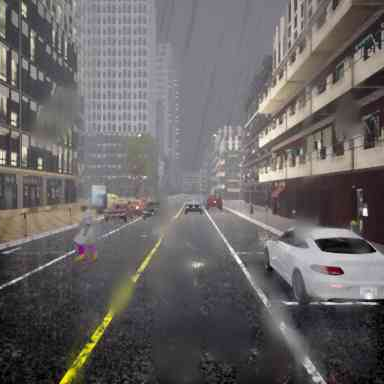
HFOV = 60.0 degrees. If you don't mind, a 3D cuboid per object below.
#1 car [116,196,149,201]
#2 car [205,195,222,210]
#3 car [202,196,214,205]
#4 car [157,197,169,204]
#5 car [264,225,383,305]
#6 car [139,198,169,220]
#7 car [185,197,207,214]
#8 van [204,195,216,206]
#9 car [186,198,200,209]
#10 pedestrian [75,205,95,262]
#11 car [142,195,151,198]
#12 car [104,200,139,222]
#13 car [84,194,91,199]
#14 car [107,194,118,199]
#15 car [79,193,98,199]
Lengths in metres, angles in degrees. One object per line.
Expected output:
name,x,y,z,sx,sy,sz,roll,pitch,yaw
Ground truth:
car,-5.611,1.442,31.699,1.967,1.590,4.097,0,0,0
car,2.798,1.320,42.780,2.192,1.841,5.009,0,0,0
car,2.840,1.452,59.433,1.967,1.590,4.097,0,0,0
car,-5.526,1.580,64.700,1.947,1.339,4.313,0,0,0
car,3.021,1.526,7.986,1.812,1.442,4.674,0,0,0
car,-3.027,1.506,28.075,1.837,1.490,4.892,0,0,0
car,0.178,1.550,35.452,2.033,1.411,5.357,0,0,0
van,2.826,1.350,53.883,1.690,1.788,3.998,0,0,0
car,0.172,1.607,47.288,1.895,1.301,4.718,0,0,1
pedestrian,-3.439,1.294,10.723,0.375,1.860,0.375,0,0,-1
car,-5.596,1.318,37.250,2.192,1.841,5.009,0,0,0
car,-5.625,1.583,26.148,1.802,1.307,4.206,0,0,0
car,-27.166,0.863,79.339,5.009,1.841,2.192,1,-1,0
car,-21.806,1.154,87.851,4.829,1.417,1.752,1,-1,0
car,-27.252,1.092,87.715,4.313,1.339,1.947,1,-1,0
